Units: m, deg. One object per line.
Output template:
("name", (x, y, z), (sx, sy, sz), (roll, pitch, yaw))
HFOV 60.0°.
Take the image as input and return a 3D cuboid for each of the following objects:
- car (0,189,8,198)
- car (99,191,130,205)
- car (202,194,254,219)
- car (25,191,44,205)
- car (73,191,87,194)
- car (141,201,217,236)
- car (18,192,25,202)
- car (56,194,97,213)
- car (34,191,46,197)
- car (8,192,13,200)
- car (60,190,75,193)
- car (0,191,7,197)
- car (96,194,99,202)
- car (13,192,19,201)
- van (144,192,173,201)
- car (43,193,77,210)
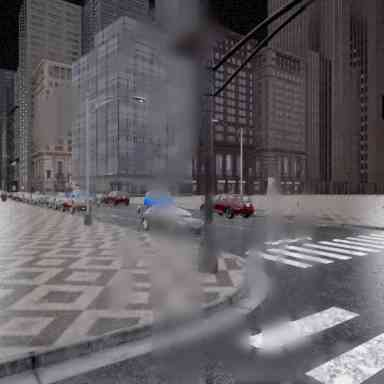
("car", (-39.130, 0.611, 70.273), (1.947, 1.339, 4.313), (1, 0, -36))
("car", (-9.978, 0.766, 44.119), (2.192, 1.841, 5.009), (1, 0, -36))
("car", (2.712, 1.050, 26.345), (2.192, 1.841, 5.009), (1, 0, -36))
("car", (-20.097, 0.939, 43.616), (2.008, 1.369, 4.403), (1, 0, -36))
("car", (-16.199, 0.967, 48.388), (1.895, 1.301, 4.718), (0, 1, -36))
("car", (-1.065, 1.367, 16.959), (2.008, 1.369, 4.403), (1, 0, -36))
("car", (-23.269, 0.874, 48.059), (2.008, 1.369, 4.403), (1, 0, -36))
("car", (-10.580, 1.139, 30.287), (1.887, 1.381, 4.507), (1, 0, -36))
("car", (-38.534, 0.495, 84.109), (1.887, 1.381, 4.507), (0, 0, -36))
("car", (-29.613, 0.747, 56.945), (1.887, 1.381, 4.507), (1, 0, -36))
("car", (-21.923, 0.778, 56.405), (1.812, 1.442, 4.674), (0, 1, -35))
("car", (-45.374, 0.482, 79.020), (1.752, 1.417, 4.829), (1, 0, -36))
("car", (-13.154, 0.934, 48.564), (2.008, 1.369, 4.403), (1, 0, -36))
("car", (-26.440, 0.702, 52.502), (1.967, 1.590, 4.097), (1, 0, -36))
("van", (-3.633, 0.930, 35.232), (1.690, 1.788, 3.998), (1, 0, -36))
("car", (-13.752, 1.074, 34.729), (2.008, 1.369, 4.403), (1, 0, -36))
